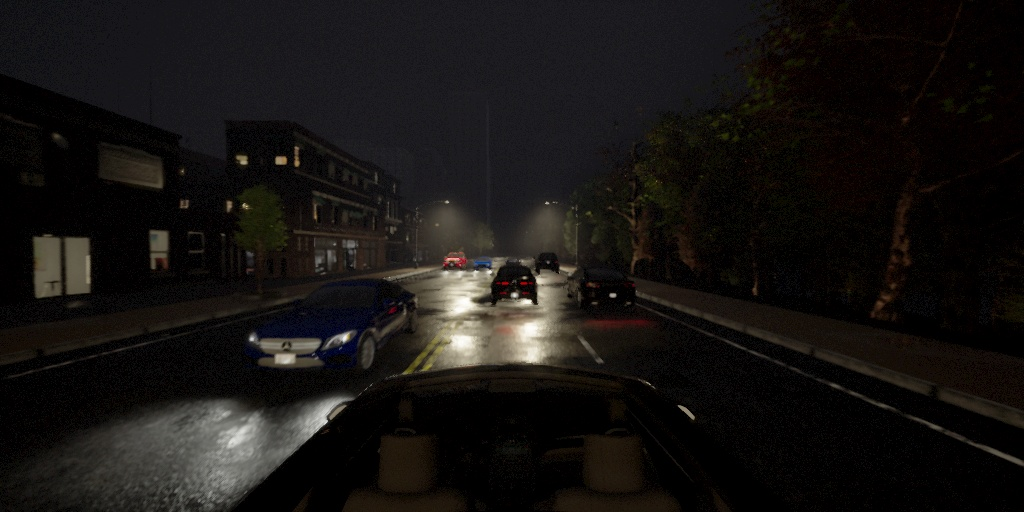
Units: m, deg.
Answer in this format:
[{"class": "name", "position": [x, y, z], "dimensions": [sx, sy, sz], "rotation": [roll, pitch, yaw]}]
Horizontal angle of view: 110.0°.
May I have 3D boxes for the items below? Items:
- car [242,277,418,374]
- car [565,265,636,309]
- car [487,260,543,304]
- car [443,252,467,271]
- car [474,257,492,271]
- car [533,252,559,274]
[{"class": "car", "position": [-3.317, 1.221, 7.586], "dimensions": [1.812, 1.442, 4.674], "rotation": [0, 1, 0]}, {"class": "car", "position": [3.351, 1.109, 14.362], "dimensions": [1.882, 1.535, 5.008], "rotation": [0, 1, 0]}, {"class": "car", "position": [0.098, 1.128, 15.452], "dimensions": [1.837, 1.490, 4.892], "rotation": [0, 1, 0]}, {"class": "car", "position": [-6.577, 0.594, 42.011], "dimensions": [2.150, 2.045, 5.566], "rotation": [0, 0, 0]}, {"class": "car", "position": [-3.328, 0.850, 41.624], "dimensions": [1.882, 1.535, 5.008], "rotation": [0, 0, 0]}, {"class": "car", "position": [3.341, 0.652, 35.678], "dimensions": [2.150, 2.045, 5.566], "rotation": [0, 1, 0]}]
